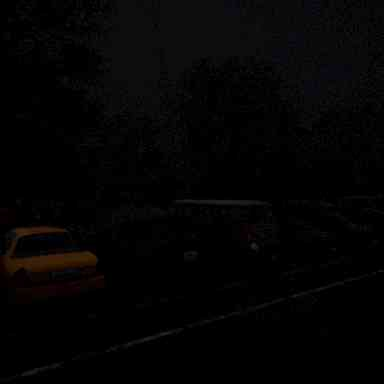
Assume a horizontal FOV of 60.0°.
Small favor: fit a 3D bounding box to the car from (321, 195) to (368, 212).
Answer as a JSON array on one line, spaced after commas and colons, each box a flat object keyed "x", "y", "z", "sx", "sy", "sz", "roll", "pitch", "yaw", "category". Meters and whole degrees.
[{"x": 17.993, "y": 1.287, "z": 39.476, "sx": 2.185, "sy": 1.767, "sz": 4.553, "roll": 0, "pitch": 0, "yaw": -36, "category": "car"}]

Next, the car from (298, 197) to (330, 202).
[{"x": 11.235, "y": 1.426, "z": 34.611, "sx": 2.231, "sy": 1.521, "sz": 4.892, "roll": 0, "pitch": 0, "yaw": -36, "category": "car"}]

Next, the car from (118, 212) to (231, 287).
[{"x": -1.385, "y": 1.491, "z": 9.529, "sx": 2.163, "sy": 1.488, "sz": 4.792, "roll": 0, "pitch": 0, "yaw": -36, "category": "car"}]

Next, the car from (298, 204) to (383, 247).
[{"x": 5.489, "y": 1.478, "z": 14.375, "sx": 2.163, "sy": 1.488, "sz": 4.792, "roll": 0, "pitch": 0, "yaw": -36, "category": "car"}]

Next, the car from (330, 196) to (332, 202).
[{"x": 13.605, "y": 1.418, "z": 36.071, "sx": 1.946, "sy": 1.575, "sz": 5.366, "roll": 0, "pitch": 0, "yaw": -36, "category": "car"}]

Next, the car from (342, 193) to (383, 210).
[{"x": 22.510, "y": 1.153, "z": 42.705, "sx": 2.435, "sy": 2.045, "sz": 5.566, "roll": 0, "pitch": 0, "yaw": -36, "category": "car"}]

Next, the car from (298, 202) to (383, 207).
[{"x": 7.755, "y": 1.444, "z": 16.025, "sx": 2.097, "sy": 1.535, "sz": 5.008, "roll": 0, "pitch": 0, "yaw": -36, "category": "car"}]

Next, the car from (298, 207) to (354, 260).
[{"x": 3.208, "y": 1.482, "z": 12.744, "sx": 2.163, "sy": 1.488, "sz": 4.792, "roll": 0, "pitch": 0, "yaw": -36, "category": "car"}]

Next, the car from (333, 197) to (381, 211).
[{"x": 20.287, "y": 1.438, "z": 41.043, "sx": 2.163, "sy": 1.488, "sz": 4.792, "roll": 0, "pitch": 0, "yaw": -36, "category": "car"}]

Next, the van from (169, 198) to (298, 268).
[{"x": 0.979, "y": 1.231, "z": 11.041, "sx": 1.878, "sy": 1.987, "sz": 4.442, "roll": 0, "pitch": 0, "yaw": -36, "category": "van"}]

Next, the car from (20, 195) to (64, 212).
[{"x": -9.259, "y": 1.212, "z": 19.907, "sx": 2.435, "sy": 2.045, "sz": 5.566, "roll": 0, "pitch": 0, "yaw": -36, "category": "car"}]

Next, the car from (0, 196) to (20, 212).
[{"x": -11.424, "y": 1.216, "z": 18.358, "sx": 2.435, "sy": 2.045, "sz": 5.566, "roll": 0, "pitch": 0, "yaw": -36, "category": "car"}]

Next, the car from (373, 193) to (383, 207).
[{"x": 29.283, "y": 1.140, "z": 47.549, "sx": 2.435, "sy": 2.045, "sz": 5.566, "roll": 0, "pitch": 0, "yaw": -36, "category": "car"}]

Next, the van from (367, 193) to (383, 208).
[{"x": 26.974, "y": 1.170, "z": 46.006, "sx": 1.878, "sy": 1.987, "sz": 4.442, "roll": 0, "pitch": 0, "yaw": -36, "category": "van"}]

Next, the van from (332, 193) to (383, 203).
[{"x": 10.099, "y": 1.214, "z": 17.565, "sx": 1.878, "sy": 1.987, "sz": 4.442, "roll": 0, "pitch": 0, "yaw": -36, "category": "van"}]

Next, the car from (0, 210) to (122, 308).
[{"x": -3.756, "y": 1.463, "z": 8.025, "sx": 1.946, "sy": 1.575, "sz": 5.366, "roll": 0, "pitch": 0, "yaw": -36, "category": "car"}]
